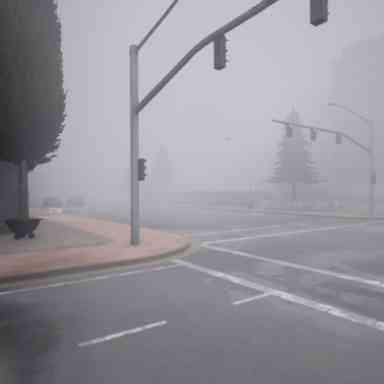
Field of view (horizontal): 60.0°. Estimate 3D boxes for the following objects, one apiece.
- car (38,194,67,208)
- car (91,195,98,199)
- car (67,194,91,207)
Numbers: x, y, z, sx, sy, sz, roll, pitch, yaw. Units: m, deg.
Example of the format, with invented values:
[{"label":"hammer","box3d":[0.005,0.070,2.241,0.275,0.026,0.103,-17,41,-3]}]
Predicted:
[{"label":"car","box3d":[-20.072,1.414,47.694,2.128,1.511,4.902,0,0,-35]},{"label":"car","box3d":[-28.015,1.296,90.066,4.892,1.490,1.837,0,0,-36]},{"label":"car","box3d":[-17.287,1.249,49.816,2.097,1.767,4.553,0,0,-35]}]
